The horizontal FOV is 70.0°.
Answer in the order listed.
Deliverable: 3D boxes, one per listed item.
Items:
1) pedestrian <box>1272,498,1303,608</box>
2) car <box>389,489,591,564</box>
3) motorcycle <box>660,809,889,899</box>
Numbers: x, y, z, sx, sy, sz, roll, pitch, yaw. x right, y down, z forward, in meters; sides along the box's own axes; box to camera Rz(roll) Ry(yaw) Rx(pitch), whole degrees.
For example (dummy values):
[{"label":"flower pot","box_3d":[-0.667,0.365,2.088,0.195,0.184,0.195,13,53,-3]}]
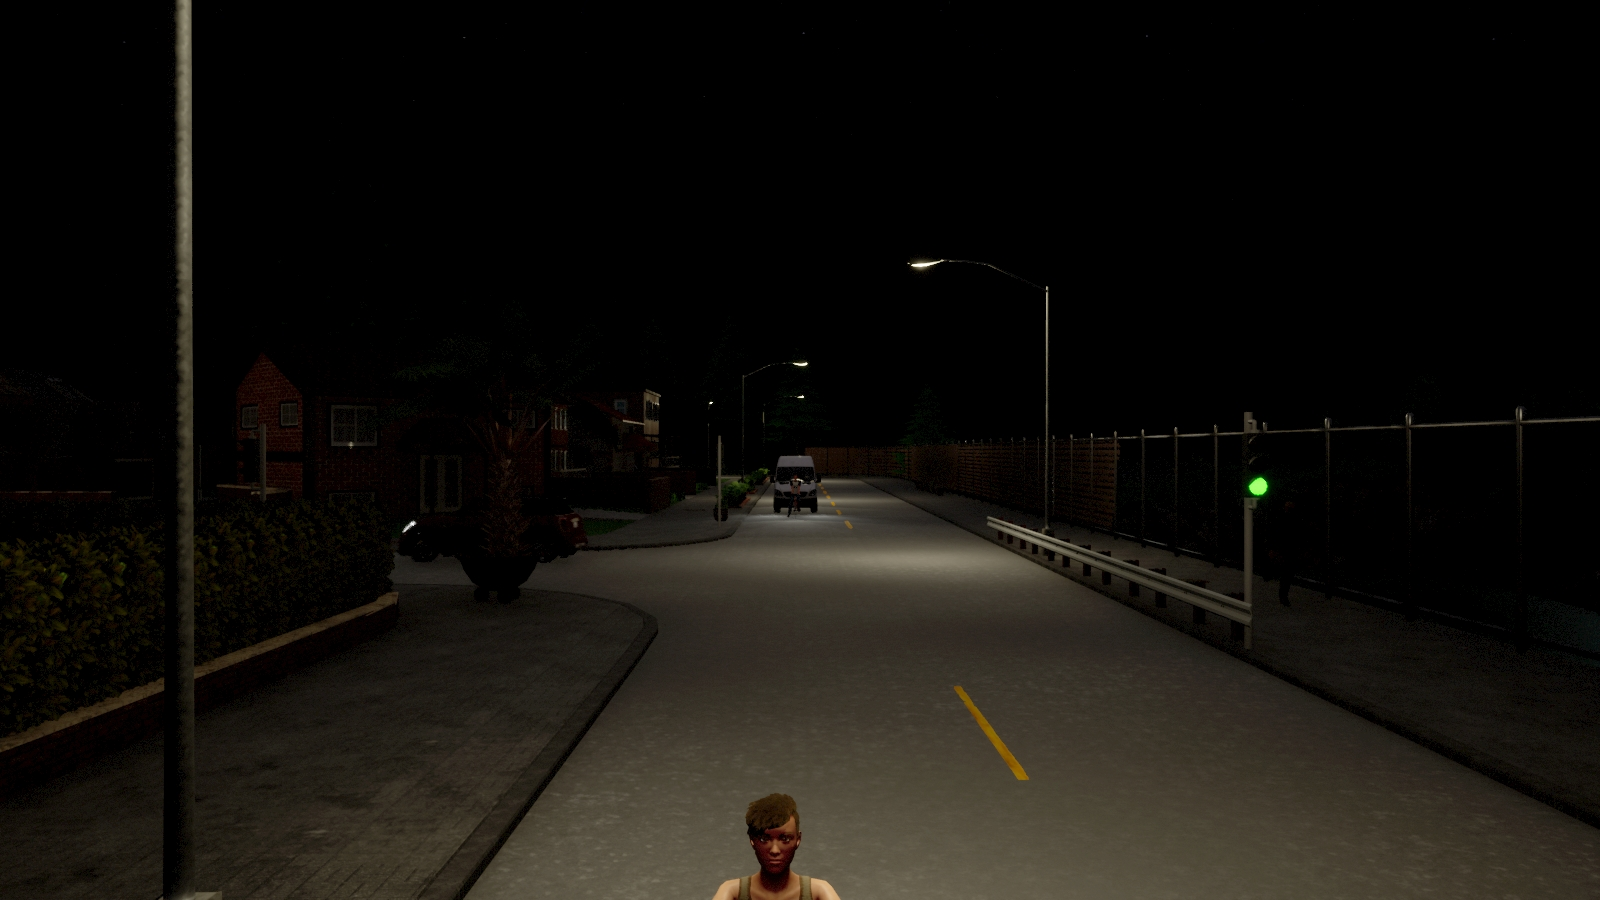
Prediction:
[{"label":"pedestrian","box_3d":[8.324,1.752,19.532,0.375,1.860,0.375,0,0,1]},{"label":"car","box_3d":[-7.864,1.916,29.242,4.553,1.767,2.097,0,0,4]},{"label":"motorcycle","box_3d":[-0.084,2.157,3.590,0.764,1.307,2.356,0,0,-1]}]
